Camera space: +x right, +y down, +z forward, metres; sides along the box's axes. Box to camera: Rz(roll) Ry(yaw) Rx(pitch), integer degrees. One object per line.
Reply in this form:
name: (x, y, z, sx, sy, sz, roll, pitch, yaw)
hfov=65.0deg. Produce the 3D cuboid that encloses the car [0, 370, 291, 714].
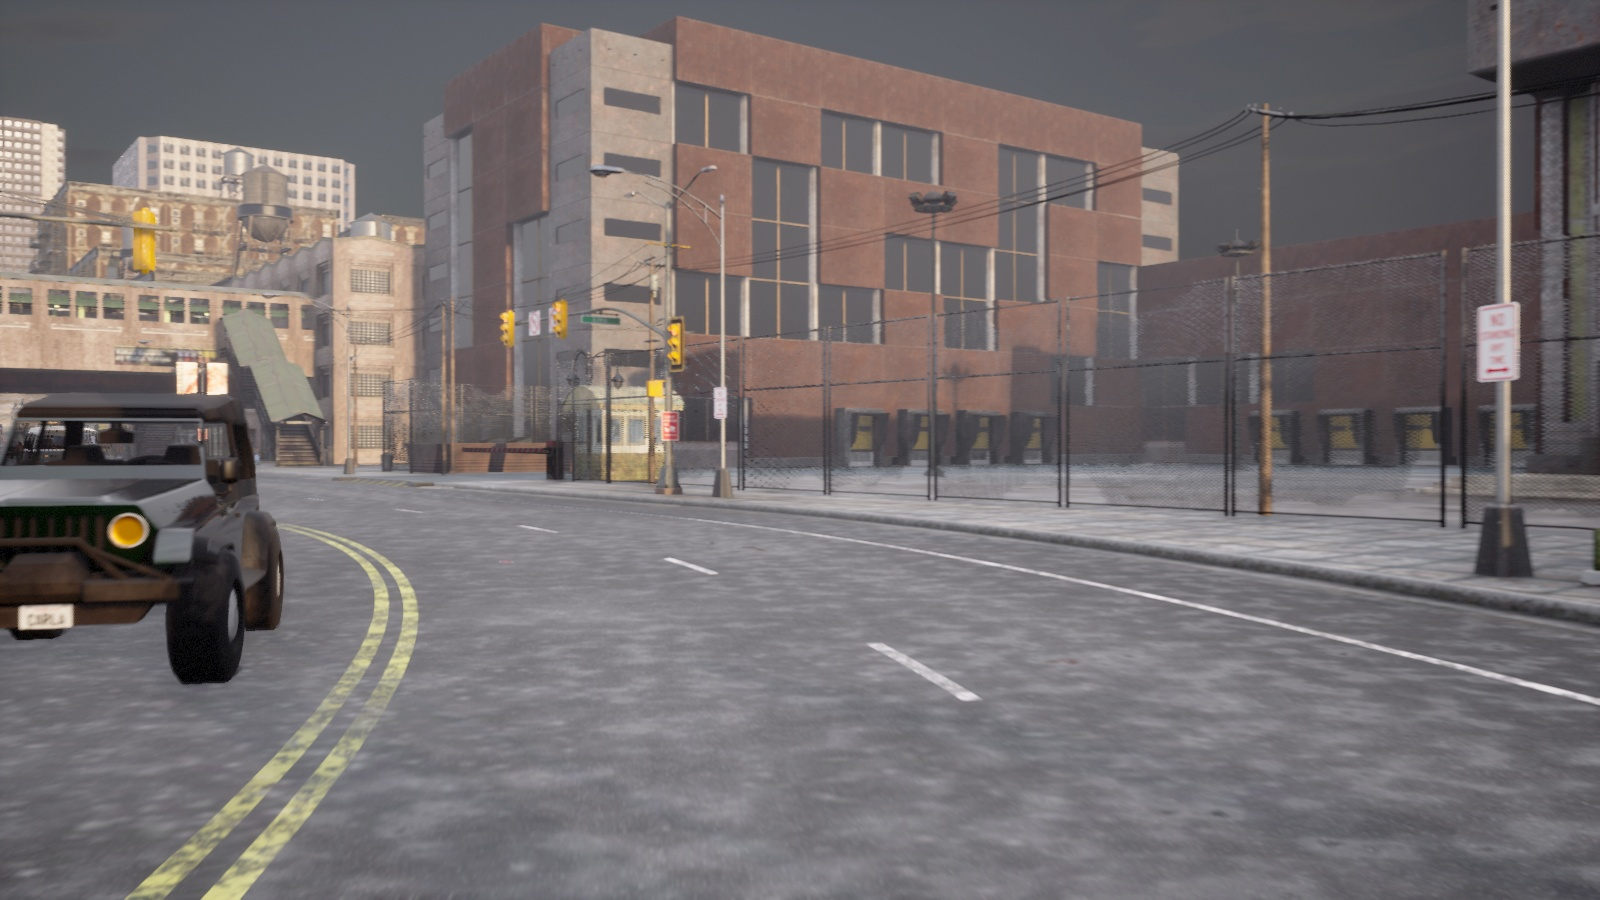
car: (-4.787, 0.494, 8.743, 1.905, 1.878, 3.866, 0, 0, -16)

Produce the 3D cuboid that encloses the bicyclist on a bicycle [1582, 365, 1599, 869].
bicyclist on a bicycle: (3.226, 0.596, 3.625, 0.659, 1.776, 1.843, 0, 1, -6)

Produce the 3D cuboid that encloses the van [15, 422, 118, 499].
van: (-20.890, 0.275, 35.664, 2.069, 2.038, 4.480, 0, 0, -36)
